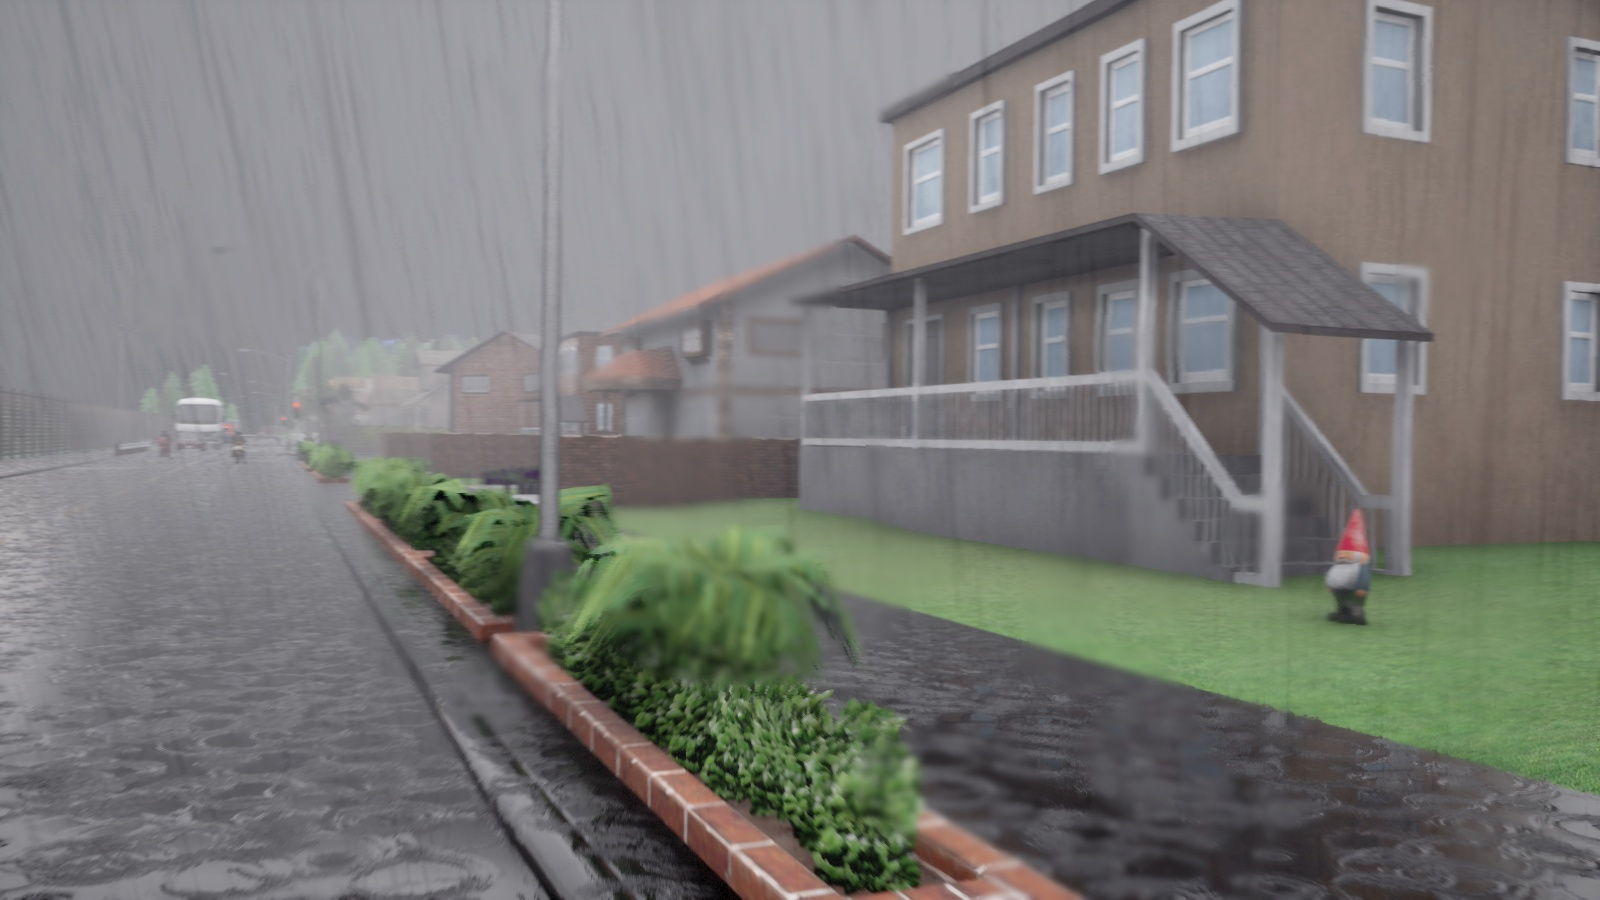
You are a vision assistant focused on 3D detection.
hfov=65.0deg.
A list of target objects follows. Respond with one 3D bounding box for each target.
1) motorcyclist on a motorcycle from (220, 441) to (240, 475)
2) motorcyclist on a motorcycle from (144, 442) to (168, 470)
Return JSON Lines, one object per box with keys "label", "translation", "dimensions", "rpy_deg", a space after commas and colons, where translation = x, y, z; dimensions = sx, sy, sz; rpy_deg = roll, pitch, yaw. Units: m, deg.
{"label": "motorcyclist on a motorcycle", "translation": [-25.837, 0.357, 56.957], "dimensions": [0.797, 1.523, 2.044], "rpy_deg": [-1, 1, -23]}
{"label": "motorcyclist on a motorcycle", "translation": [-34.827, 0.308, 67.911], "dimensions": [0.797, 1.523, 2.044], "rpy_deg": [1, 0, -16]}
